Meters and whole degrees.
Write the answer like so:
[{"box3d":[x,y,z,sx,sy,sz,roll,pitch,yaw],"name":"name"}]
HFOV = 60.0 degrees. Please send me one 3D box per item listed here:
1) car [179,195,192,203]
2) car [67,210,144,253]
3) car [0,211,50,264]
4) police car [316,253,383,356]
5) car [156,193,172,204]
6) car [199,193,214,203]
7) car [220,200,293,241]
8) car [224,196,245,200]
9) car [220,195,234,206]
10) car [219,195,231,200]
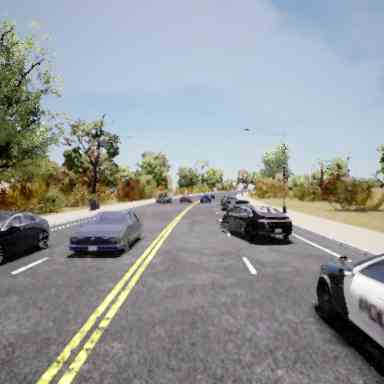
[{"box3d":[-1.029,1.154,55.502,1.994,1.385,4.181,0,1,5],"name":"car"},{"box3d":[-3.185,1.461,13.504,2.033,1.411,5.357,0,0,1],"name":"car"},{"box3d":[-6.474,1.420,11.052,2.128,1.511,4.902,0,0,1],"name":"car"},{"box3d":[3.268,1.479,4.374,2.038,1.542,4.974,0,0,0],"name":"police car"},{"box3d":[-4.455,0.965,53.377,2.097,1.767,4.553,0,0,5],"name":"car"},{"box3d":[2.371,1.094,57.357,1.812,1.442,4.674,0,1,5],"name":"car"},{"box3d":[2.981,1.390,16.140,2.128,1.511,4.902,0,0,-14],"name":"car"},{"box3d":[3.781,1.331,26.219,1.837,1.490,4.892,0,0,2],"name":"car"},{"box3d":[4.971,1.154,48.037,1.837,1.490,4.892,0,1,4],"name":"car"},{"box3d":[4.291,1.247,37.132,1.837,1.490,4.892,0,0,3],"name":"car"}]
